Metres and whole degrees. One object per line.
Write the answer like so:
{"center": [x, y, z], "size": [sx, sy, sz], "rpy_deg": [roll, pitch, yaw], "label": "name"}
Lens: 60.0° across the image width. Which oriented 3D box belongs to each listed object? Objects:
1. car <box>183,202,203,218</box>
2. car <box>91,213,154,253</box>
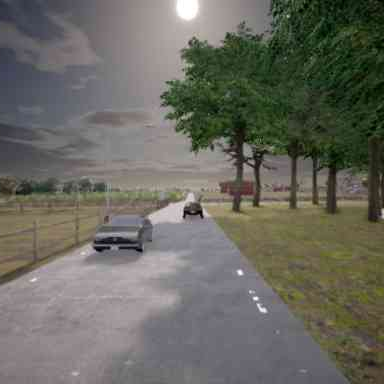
{"center": [0.098, 1.712, 33.544], "size": [1.882, 1.535, 5.008], "rpy_deg": [0, 0, 0], "label": "car"}
{"center": [-2.751, 1.634, 14.487], "size": [2.033, 1.411, 5.357], "rpy_deg": [0, 0, 0], "label": "car"}
